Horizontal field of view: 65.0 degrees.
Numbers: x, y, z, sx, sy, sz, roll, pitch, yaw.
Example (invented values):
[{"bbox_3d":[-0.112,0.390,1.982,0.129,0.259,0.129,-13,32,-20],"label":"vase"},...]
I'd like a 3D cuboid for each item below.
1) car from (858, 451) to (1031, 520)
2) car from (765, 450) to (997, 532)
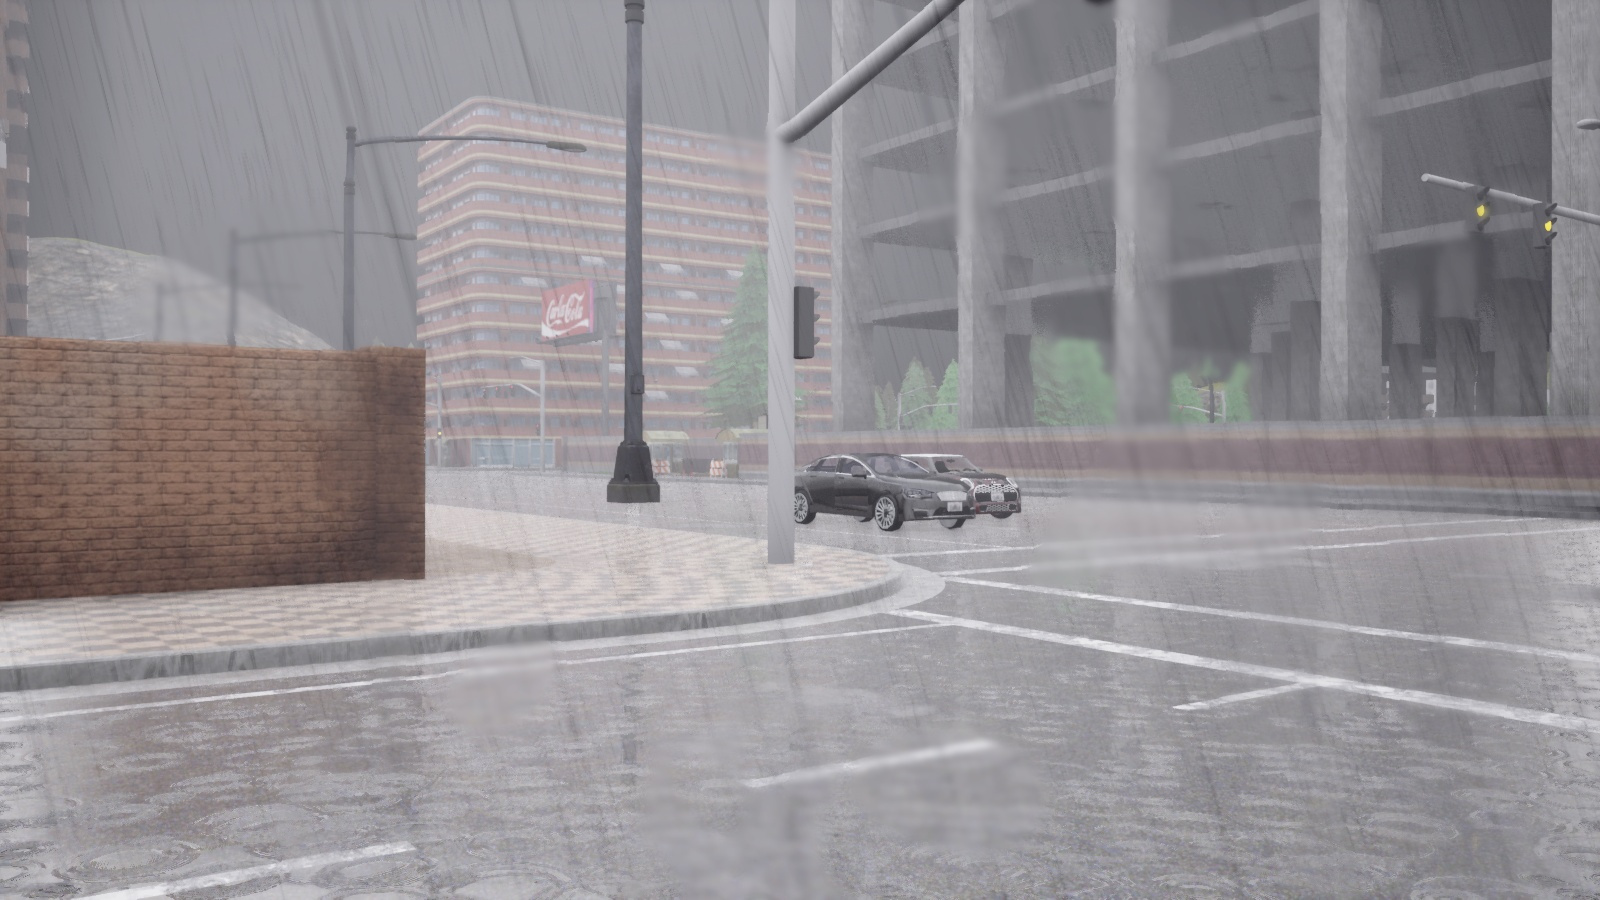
[{"bbox_3d":[3.293,0.775,29.197,1.970,1.475,3.806,0,0,-34],"label":"car"},{"bbox_3d":[1.523,0.760,25.587,2.128,1.511,4.902,0,0,-34],"label":"car"}]
